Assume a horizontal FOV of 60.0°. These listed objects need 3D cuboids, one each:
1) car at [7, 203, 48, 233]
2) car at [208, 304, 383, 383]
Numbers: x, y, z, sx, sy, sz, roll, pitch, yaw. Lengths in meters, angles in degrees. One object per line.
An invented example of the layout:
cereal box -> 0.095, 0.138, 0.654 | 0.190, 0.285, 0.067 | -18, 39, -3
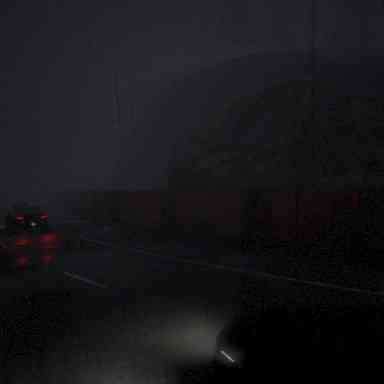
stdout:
car -> -10.095, 1.603, 20.300 | 1.812, 1.442, 4.674 | 0, 0, -34
car -> 2.337, 1.524, 2.485 | 4.674, 1.442, 1.812 | 0, 0, 36
